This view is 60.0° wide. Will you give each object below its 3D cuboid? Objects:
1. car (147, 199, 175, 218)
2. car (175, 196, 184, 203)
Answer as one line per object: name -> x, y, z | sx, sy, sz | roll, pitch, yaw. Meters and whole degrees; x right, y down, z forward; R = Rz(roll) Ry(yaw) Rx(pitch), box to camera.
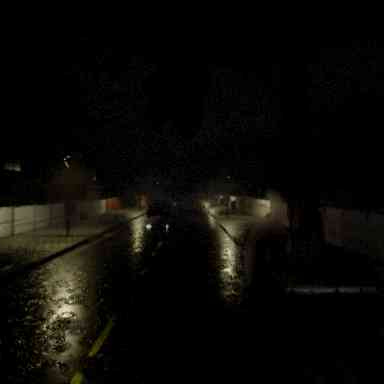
car -> -2.849, 1.449, 29.691 | 1.882, 1.535, 5.008 | 0, 0, 0
car -> -2.732, 1.552, 70.425 | 1.895, 1.301, 4.718 | 0, 0, 0
